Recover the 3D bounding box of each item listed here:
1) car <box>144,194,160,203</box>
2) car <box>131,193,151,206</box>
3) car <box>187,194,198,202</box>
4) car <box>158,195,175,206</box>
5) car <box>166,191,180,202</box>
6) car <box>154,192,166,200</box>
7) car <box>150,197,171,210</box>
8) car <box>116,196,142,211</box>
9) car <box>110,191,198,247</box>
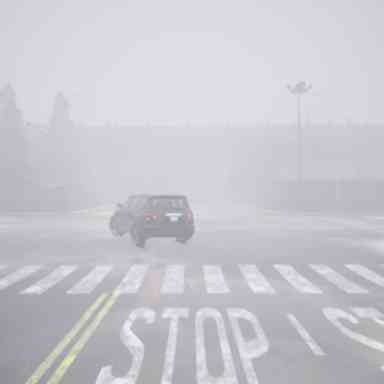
[{"bbox_3d":[-7.027,1.164,59.201,2.033,1.411,5.357,0,0,1],"label":"car"},{"bbox_3d":[-7.087,1.048,46.937,2.097,1.767,4.553,0,0,0],"label":"car"},{"bbox_3d":[0.106,1.143,64.928,1.994,1.385,4.181,0,0,0],"label":"car"},{"bbox_3d":[-3.592,1.236,47.937,2.033,1.411,5.357,0,0,0],"label":"car"},{"bbox_3d":[-3.518,0.813,62.712,2.150,2.045,5.566,0,1,1],"label":"car"},{"bbox_3d":[-6.899,0.872,72.825,2.097,1.767,4.553,0,0,2],"label":"car"},{"bbox_3d":[-3.587,1.314,38.498,1.994,1.385,4.181,0,0,-1],"label":"car"},{"bbox_3d":[-7.091,1.245,37.973,2.128,1.511,4.902,0,0,0],"label":"car"},{"bbox_3d":[-1.912,1.075,14.616,2.150,2.045,5.566,1,0,-27],"label":"car"}]
